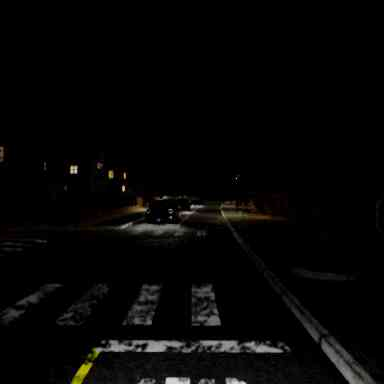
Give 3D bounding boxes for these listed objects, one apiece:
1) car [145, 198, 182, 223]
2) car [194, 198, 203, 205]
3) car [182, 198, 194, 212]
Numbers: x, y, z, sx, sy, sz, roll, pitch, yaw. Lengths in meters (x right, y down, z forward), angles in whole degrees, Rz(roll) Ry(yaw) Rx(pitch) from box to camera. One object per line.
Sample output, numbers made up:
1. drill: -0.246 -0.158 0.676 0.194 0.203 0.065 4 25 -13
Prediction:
1. car: -2.172 1.334 25.088 2.097 1.767 4.553 0 0 3
2. car: 0.830 1.725 59.639 1.895 1.301 4.718 0 0 7
3. car: -1.238 1.525 39.500 1.837 1.490 4.892 0 -1 5
